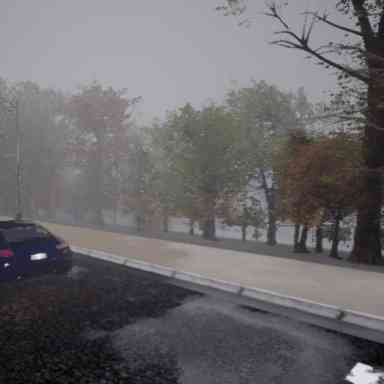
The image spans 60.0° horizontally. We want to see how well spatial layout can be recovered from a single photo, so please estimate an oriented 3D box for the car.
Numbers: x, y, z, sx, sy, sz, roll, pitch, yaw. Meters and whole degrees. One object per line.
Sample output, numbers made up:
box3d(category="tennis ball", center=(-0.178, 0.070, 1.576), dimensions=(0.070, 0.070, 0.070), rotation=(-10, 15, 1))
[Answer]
box3d(category="car", center=(-5.048, 1.470, 9.136), dimensions=(4.181, 1.385, 1.994), rotation=(0, 1, 43))
